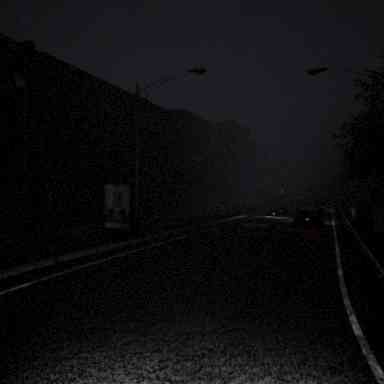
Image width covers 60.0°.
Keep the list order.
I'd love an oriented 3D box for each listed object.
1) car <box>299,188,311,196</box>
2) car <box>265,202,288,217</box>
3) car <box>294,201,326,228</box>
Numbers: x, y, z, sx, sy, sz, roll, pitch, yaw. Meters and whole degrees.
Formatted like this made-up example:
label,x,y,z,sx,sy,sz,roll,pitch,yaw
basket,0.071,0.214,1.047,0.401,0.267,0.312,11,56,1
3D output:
label,x,y,z,sx,sy,sz,roll,pitch,yaw
car,24.620,-0.011,72.407,2.097,1.767,4.553,1,4,22
car,9.051,1.763,35.138,2.033,1.411,5.357,1,0,22
car,8.665,1.690,24.524,1.882,1.535,5.008,1,0,22
